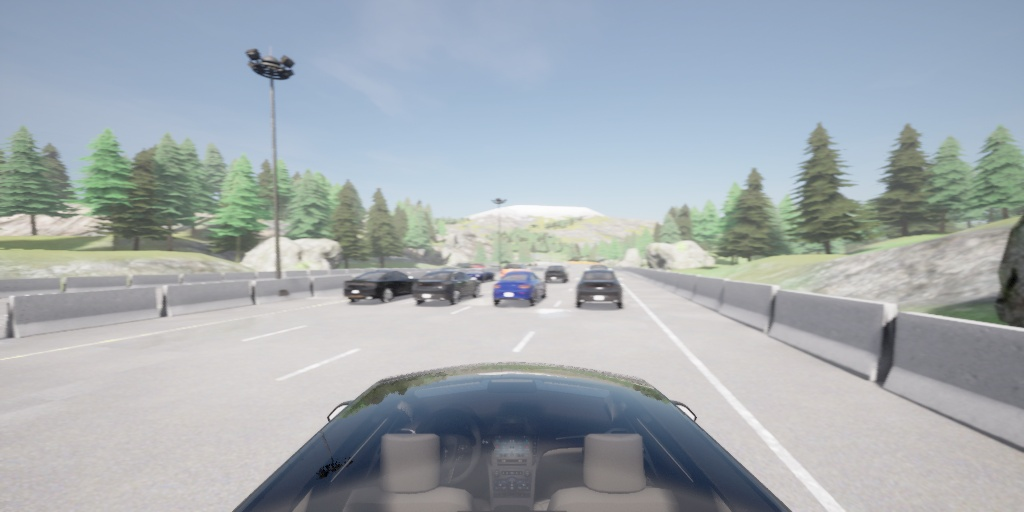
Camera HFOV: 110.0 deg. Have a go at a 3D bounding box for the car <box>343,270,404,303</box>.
[{"bbox_3d":[-6.357,1.450,18.337,1.882,1.535,5.008,-1,0,14],"label":"car"}]

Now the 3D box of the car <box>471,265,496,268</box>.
[{"bbox_3d":[-2.946,1.738,32.559,1.895,1.301,4.718,-1,-1,14],"label":"car"}]

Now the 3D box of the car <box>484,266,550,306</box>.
[{"bbox_3d":[0.424,1.396,16.602,1.812,1.442,4.674,-1,-1,14],"label":"car"}]

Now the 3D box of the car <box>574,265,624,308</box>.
[{"bbox_3d":[3.808,1.326,15.713,1.837,1.490,4.892,-1,0,14],"label":"car"}]

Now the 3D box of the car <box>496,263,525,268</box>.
[{"bbox_3d":[0.450,1.436,31.724,2.097,1.767,4.553,-1,-1,14],"label":"car"}]

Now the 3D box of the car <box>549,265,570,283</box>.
[{"bbox_3d":[3.911,1.546,31.132,1.837,1.490,4.892,-1,-1,14],"label":"car"}]

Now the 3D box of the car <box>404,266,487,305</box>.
[{"bbox_3d":[-2.997,1.427,17.347,1.837,1.490,4.892,-1,0,14],"label":"car"}]
